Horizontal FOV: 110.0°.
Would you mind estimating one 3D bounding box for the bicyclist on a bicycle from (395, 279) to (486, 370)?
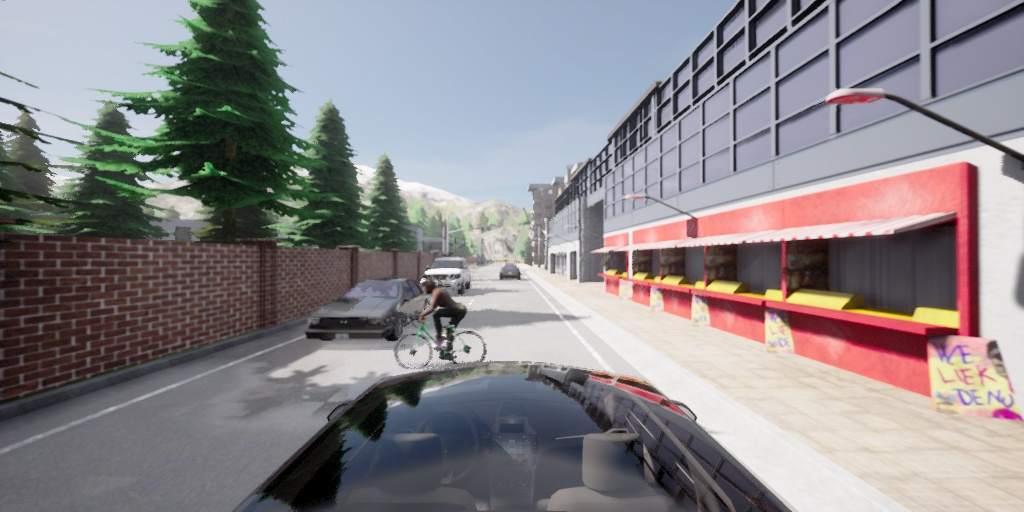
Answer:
[{"bbox_3d":[-1.299,1.234,6.415,1.656,1.620,0.582,-2,0,0],"label":"bicyclist on a bicycle"}]

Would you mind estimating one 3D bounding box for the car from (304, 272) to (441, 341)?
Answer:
[{"bbox_3d":[-3.656,1.355,10.338,2.033,1.411,5.357,0,0,0],"label":"car"}]

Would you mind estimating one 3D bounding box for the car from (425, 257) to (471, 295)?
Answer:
[{"bbox_3d":[-3.728,1.102,21.222,2.150,2.045,5.566,0,-1,0],"label":"car"}]

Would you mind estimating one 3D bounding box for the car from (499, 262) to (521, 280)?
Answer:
[{"bbox_3d":[-0.164,1.527,34.013,1.994,1.385,4.181,0,0,0],"label":"car"}]
